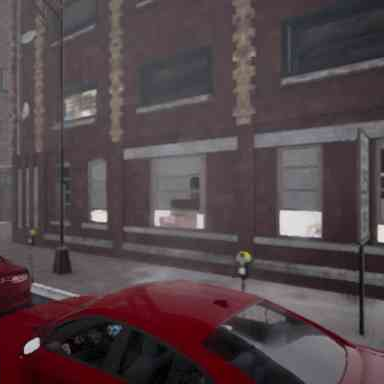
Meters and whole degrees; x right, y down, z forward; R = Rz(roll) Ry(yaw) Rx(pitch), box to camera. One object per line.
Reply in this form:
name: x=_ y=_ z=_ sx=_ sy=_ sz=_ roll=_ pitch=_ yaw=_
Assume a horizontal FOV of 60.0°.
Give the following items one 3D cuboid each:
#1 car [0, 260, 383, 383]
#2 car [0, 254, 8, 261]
car: x=-0.366 y=1.564 z=3.127 sx=4.507 sy=1.381 sz=1.887 roll=-1 pitch=0 yaw=35
car: x=-4.867 y=1.615 z=6.335 sx=4.507 sy=1.381 sz=1.887 roll=-1 pitch=0 yaw=35
